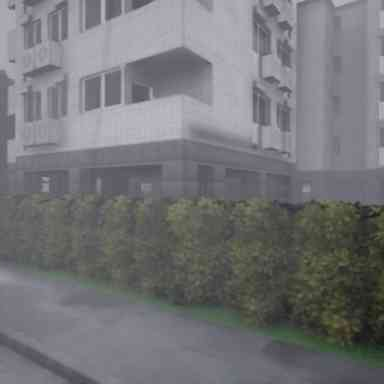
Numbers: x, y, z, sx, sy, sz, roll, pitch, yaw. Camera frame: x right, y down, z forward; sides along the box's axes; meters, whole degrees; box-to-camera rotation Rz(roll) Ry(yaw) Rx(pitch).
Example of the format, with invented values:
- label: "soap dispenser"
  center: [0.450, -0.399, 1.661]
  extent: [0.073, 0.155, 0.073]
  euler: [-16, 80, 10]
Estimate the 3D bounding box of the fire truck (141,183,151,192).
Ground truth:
- label: "fire truck"
  center: [-4.065, 0.176, 49.878]
  extent: [8.468, 3.827, 2.891]
  euler: [0, 0, -22]
